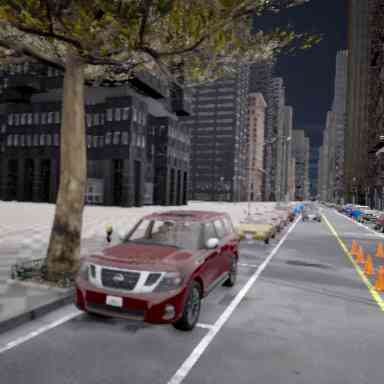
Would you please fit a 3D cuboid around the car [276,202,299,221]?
[{"bbox_3d":[9.385,2.016,34.026,2.192,1.841,5.009,2,-1,20],"label":"car"}]

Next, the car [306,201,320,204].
[{"bbox_3d":[26.898,3.319,74.214,1.837,1.490,4.892,2,-1,20],"label":"car"}]

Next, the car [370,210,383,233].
[{"bbox_3d":[15.453,2.319,25.785,1.967,1.590,4.097,2,-1,20],"label":"car"}]

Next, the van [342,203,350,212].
[{"bbox_3d":[25.137,2.872,52.465,1.690,1.788,3.998,2,-1,20],"label":"van"}]

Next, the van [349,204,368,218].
[{"bbox_3d":[21.265,2.610,41.794,1.690,1.788,3.998,2,-1,20],"label":"van"}]

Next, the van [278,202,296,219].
[{"bbox_3d":[11.320,2.172,39.362,1.690,1.788,3.998,2,-1,20],"label":"van"}]

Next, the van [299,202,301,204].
[{"bbox_3d":[13.256,2.303,44.697,1.690,1.788,3.998,2,-1,20],"label":"van"}]

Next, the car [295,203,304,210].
[{"bbox_3d":[24.806,3.273,76.549,1.752,1.417,4.829,2,-1,20],"label":"car"}]

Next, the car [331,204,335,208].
[{"bbox_3d":[32.882,3.374,73.808,2.192,1.841,5.009,2,-1,20],"label":"car"}]

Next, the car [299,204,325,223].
[{"bbox_3d":[12.633,2.338,35.109,2.128,1.511,4.902,2,-1,20],"label":"car"}]

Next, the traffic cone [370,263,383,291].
[{"bbox_3d":[4.939,2.240,8.688,0.340,0.580,0.340,2,-1,20],"label":"traffic cone"}]

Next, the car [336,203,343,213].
[{"bbox_3d":[29.005,3.235,63.135,1.967,1.590,4.097,2,-1,20],"label":"car"}]

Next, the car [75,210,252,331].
[{"bbox_3d":[-0.295,1.369,7.348,2.192,1.841,5.009,2,-1,20],"label":"car"}]

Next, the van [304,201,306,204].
[{"bbox_3d":[22.936,2.960,71.375,1.690,1.788,3.998,2,-1,20],"label":"van"}]

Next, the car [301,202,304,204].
[{"bbox_3d":[17.118,2.805,55.366,1.802,1.307,4.206,2,-1,20],"label":"car"}]

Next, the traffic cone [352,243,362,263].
[{"bbox_3d":[6.303,2.331,12.448,0.340,0.580,0.340,2,-1,20],"label":"traffic cone"}]

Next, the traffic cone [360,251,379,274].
[{"bbox_3d":[5.621,2.286,10.568,0.340,0.580,0.340,2,-1,20],"label":"traffic cone"}]

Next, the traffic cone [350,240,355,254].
[{"bbox_3d":[6.985,2.377,14.327,0.340,0.580,0.340,2,-1,20],"label":"traffic cone"}]

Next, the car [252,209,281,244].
[{"bbox_3d":[3.511,1.834,17.857,1.752,1.417,4.829,2,-1,20],"label":"car"}]

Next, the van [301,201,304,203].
[{"bbox_3d":[19.064,2.697,60.704,1.690,1.788,3.998,2,-1,20],"label":"van"}]

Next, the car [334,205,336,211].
[{"bbox_3d":[30.936,3.509,68.470,1.802,1.307,4.206,2,-1,20],"label":"car"}]

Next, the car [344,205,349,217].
[{"bbox_3d":[23.193,2.945,47.127,1.887,1.381,4.507,2,-1,20],"label":"car"}]

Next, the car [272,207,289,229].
[{"bbox_3d":[5.502,2.024,23.353,1.802,1.307,4.206,2,-1,20],"label":"car"}]

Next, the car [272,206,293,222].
[{"bbox_3d":[7.438,2.153,28.688,1.802,1.307,4.206,2,-1,20],"label":"car"}]

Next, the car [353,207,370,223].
[{"bbox_3d":[19.321,2.689,36.456,2.008,1.369,4.403,2,-1,20],"label":"car"}]

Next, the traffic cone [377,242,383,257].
[{"bbox_3d":[7.924,2.413,13.986,0.340,0.580,0.340,2,-1,20],"label":"traffic cone"}]
